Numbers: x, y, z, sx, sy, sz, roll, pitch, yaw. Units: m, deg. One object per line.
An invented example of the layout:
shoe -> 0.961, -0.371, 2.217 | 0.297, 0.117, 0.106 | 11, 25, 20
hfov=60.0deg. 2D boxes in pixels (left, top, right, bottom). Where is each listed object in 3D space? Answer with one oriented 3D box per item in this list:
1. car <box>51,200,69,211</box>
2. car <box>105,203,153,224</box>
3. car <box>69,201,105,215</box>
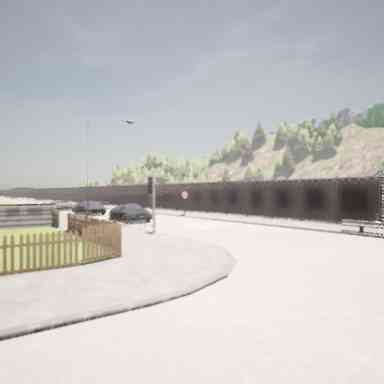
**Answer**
car -> -15.925, 1.605, 41.009 | 1.895, 1.301, 4.718 | 0, 0, -35
car -> -4.662, 1.569, 25.206 | 1.994, 1.385, 4.181 | 0, 0, -36
car -> -10.112, 1.552, 32.839 | 2.033, 1.411, 5.357 | 0, 0, -36
